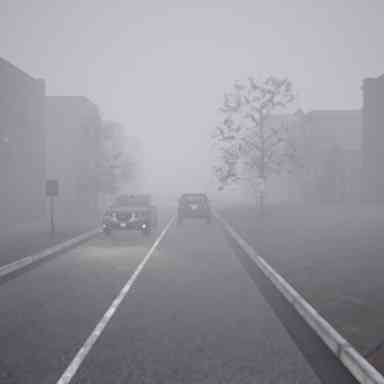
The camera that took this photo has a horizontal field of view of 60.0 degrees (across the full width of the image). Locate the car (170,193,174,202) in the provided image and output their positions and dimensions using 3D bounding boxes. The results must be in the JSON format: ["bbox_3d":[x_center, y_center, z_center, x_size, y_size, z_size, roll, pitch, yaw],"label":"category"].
[{"bbox_3d":[-2.953,0.879,59.729,1.882,1.535,5.008,0,2,1],"label":"car"}]

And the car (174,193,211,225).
[{"bbox_3d":[0.134,1.060,22.984,2.150,2.045,5.566,0,0,0],"label":"car"}]

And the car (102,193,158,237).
[{"bbox_3d":[-3.080,1.097,17.670,2.150,2.045,5.566,0,0,0],"label":"car"}]

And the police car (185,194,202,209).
[{"bbox_3d":[0.156,1.134,41.533,1.930,1.638,5.238,0,1,0],"label":"police car"}]
